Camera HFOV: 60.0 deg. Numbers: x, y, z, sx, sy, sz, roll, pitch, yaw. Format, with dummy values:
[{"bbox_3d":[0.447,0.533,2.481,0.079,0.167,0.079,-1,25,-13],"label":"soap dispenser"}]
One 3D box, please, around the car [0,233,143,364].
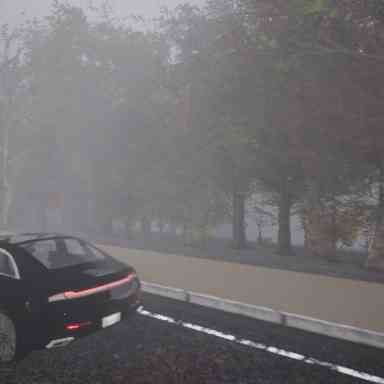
[{"bbox_3d":[-3.046,1.488,5.858,4.902,1.511,2.128,0,0,35],"label":"car"}]
